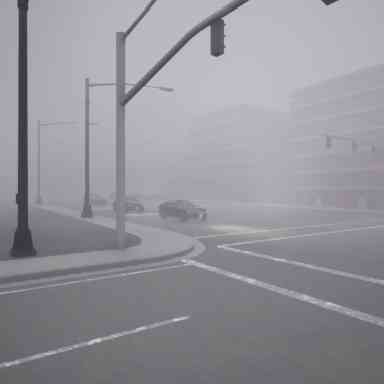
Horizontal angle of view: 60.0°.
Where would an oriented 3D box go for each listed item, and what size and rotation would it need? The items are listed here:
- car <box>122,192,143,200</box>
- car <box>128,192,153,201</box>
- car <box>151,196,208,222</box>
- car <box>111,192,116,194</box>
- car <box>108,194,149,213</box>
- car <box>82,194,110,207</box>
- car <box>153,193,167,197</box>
[{"bbox_3d":[-11.904,0.750,66.344,2.033,1.411,5.357,0,1,-34],"label":"car"},{"bbox_3d":[-8.916,0.844,55.760,1.882,1.535,5.008,0,1,-34],"label":"car"},{"bbox_3d":[-0.765,1.358,25.018,2.128,1.511,4.902,0,1,-34],"label":"car"},{"bbox_3d":[-14.795,0.708,64.371,1.837,1.490,4.892,0,1,-34],"label":"car"},{"bbox_3d":[-6.487,1.242,33.404,1.812,1.442,4.674,0,1,-34],"label":"car"},{"bbox_3d":[-12.305,1.012,41.943,1.882,1.535,5.008,0,1,-34],"label":"car"},{"bbox_3d":[-6.026,0.858,57.734,2.128,1.511,4.902,0,1,-34],"label":"car"}]
